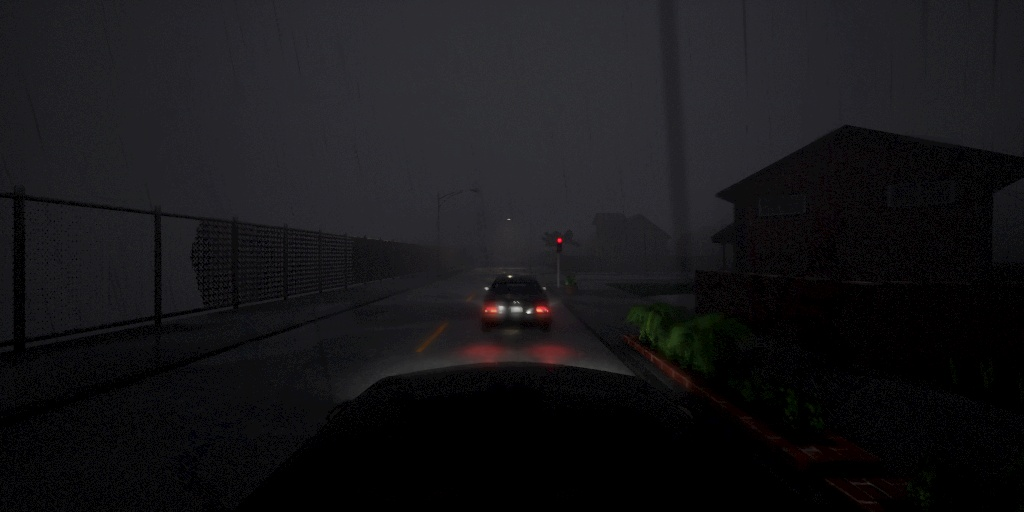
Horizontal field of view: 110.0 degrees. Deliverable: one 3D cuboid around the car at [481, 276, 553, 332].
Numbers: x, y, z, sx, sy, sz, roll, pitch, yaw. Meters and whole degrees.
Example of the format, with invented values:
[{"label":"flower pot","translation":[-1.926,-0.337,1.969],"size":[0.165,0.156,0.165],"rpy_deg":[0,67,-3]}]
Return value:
[{"label":"car","translation":[0.118,1.297,10.825],"size":[2.033,1.411,5.357],"rpy_deg":[0,0,0]}]
